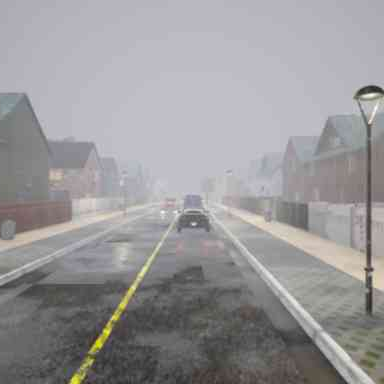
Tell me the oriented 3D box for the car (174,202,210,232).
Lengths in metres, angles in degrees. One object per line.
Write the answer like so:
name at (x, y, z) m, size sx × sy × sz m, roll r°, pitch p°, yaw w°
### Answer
car at (0.088, 1.547, 20.120) m, size 1.812 × 1.442 × 4.674 m, roll 0°, pitch 0°, yaw 0°

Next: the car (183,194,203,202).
car at (0.102, 1.302, 39.163) m, size 2.150 × 2.045 × 5.566 m, roll 0°, pitch 0°, yaw 0°

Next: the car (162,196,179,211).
car at (-2.749, 1.456, 43.149) m, size 2.097 × 1.767 × 4.553 m, roll 0°, pitch 0°, yaw 0°
